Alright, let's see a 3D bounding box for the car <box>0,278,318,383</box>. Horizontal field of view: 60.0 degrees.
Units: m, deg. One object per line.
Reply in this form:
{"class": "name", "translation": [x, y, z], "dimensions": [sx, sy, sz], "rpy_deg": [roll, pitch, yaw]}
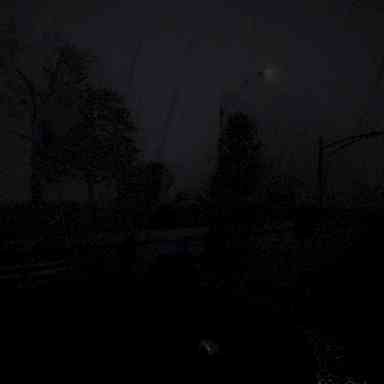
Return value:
{"class": "car", "translation": [-0.719, 1.541, 2.976], "dimensions": [4.181, 1.385, 1.994], "rpy_deg": [1, 0, -37]}
